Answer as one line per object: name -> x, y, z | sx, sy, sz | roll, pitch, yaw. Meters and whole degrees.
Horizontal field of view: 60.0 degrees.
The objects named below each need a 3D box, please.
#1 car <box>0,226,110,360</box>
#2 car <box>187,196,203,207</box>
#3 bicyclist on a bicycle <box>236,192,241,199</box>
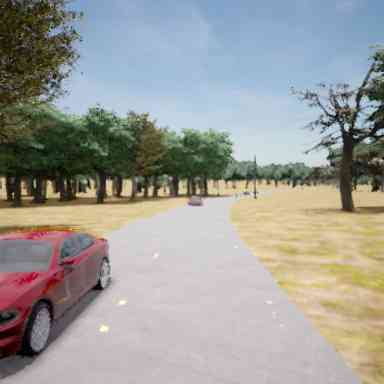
car -> -2.981, 1.483, 6.254 | 1.882, 1.535, 5.008 | 0, 0, 1
car -> 0.496, 1.311, 48.432 | 1.812, 1.442, 4.674 | 1, 1, 8
bicyclist on a bicycle -> 11.052, 0.840, 82.286 | 0.582, 1.620, 1.656 | 1, 1, 14
